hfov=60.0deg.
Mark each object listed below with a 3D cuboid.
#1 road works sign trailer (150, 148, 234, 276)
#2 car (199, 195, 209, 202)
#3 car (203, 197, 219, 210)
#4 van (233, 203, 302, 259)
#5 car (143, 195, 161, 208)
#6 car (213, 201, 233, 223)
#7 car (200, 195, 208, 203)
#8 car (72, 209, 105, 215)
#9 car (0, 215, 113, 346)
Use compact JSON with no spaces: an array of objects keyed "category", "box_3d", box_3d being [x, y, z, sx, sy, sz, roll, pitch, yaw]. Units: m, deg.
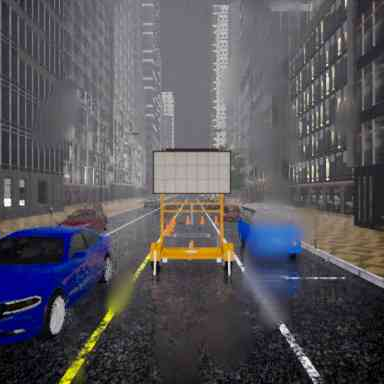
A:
[{"category":"road works sign trailer","box_3d":[0.000,0.464,10.284,2.380,3.560,2.880,0,0,0]},{"category":"car","box_3d":[2.695,1.401,74.882,1.967,1.590,4.097,0,0,0]},{"category":"car","box_3d":[2.692,1.580,40.727,1.802,1.307,4.206,0,0,0]},{"category":"van","box_3d":[2.691,1.341,12.265,1.690,1.788,3.998,0,0,0]},{"category":"car","box_3d":[-5.688,1.548,46.424,2.008,1.369,4.403,0,0,0]},{"category":"car","box_3d":[2.691,1.581,23.649,1.802,1.307,4.206,0,0,0]},{"category":"car","box_3d":[2.694,1.544,52.112,2.008,1.369,4.403,0,0,0]},{"category":"car","box_3d":[-5.690,1.582,17.960,1.802,1.307,4.206,0,0,0]},{"category":"car","box_3d":[-3.000,1.477,6.753,1.882,1.535,5.008,0,0,0]}]
